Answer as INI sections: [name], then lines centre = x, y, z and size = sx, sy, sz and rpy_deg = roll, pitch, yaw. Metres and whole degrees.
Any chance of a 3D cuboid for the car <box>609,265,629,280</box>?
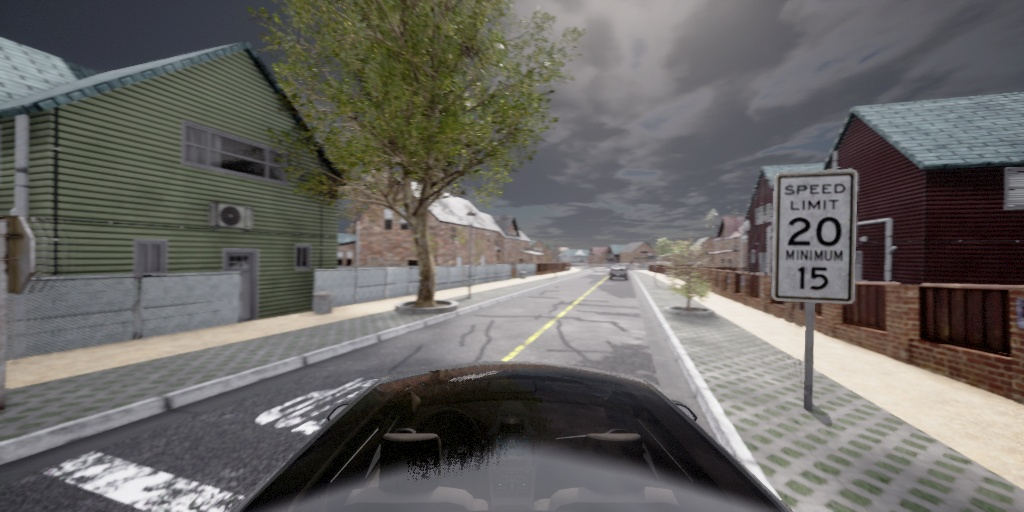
[car]
centre = 11.513, 1.777, 38.676
size = 2.128, 1.511, 4.902
rpy_deg = 1, -1, 18
